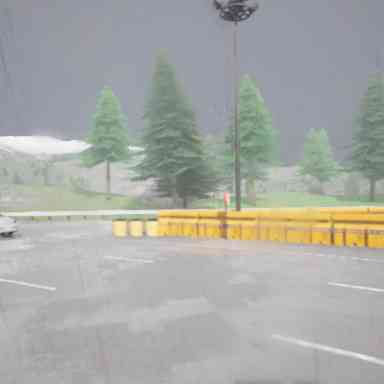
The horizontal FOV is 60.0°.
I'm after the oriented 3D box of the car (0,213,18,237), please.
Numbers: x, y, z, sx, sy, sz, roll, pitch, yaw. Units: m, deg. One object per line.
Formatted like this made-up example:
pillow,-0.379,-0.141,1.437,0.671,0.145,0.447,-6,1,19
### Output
car,-11.150,1.663,17.091,4.674,1.442,1.812,-1,0,20
